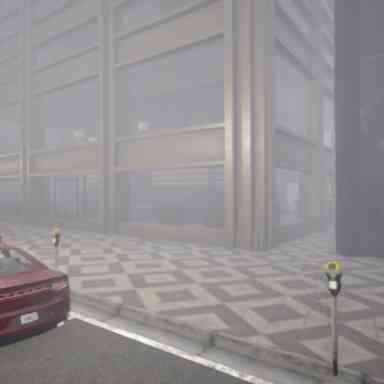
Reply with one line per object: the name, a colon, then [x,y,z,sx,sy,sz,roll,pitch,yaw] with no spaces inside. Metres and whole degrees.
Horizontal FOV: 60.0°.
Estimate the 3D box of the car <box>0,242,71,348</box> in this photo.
car: [-3.948,1.507,5.680,4.507,1.381,1.887,0,0,36]
